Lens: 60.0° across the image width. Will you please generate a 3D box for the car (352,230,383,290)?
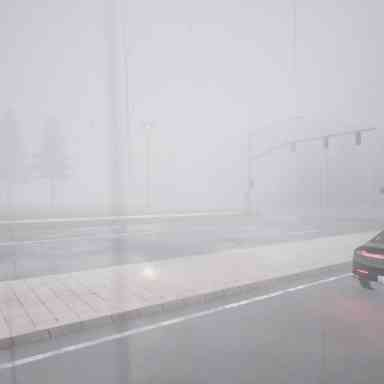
[{"bbox_3d":[5.717,1.492,7.848,4.902,1.511,2.128,0,0,-36],"label":"car"}]
